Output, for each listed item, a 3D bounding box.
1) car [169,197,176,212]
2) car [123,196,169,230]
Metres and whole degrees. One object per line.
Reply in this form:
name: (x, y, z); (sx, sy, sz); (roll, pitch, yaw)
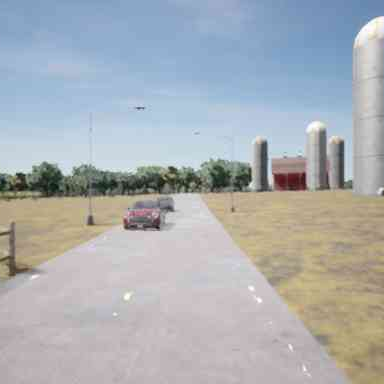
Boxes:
car: (-2.762, 1.238, 34.530); (1.837, 1.490, 4.892); (0, 1, 0)
car: (-2.795, 1.240, 20.273); (2.097, 1.767, 4.553); (0, 1, 0)
